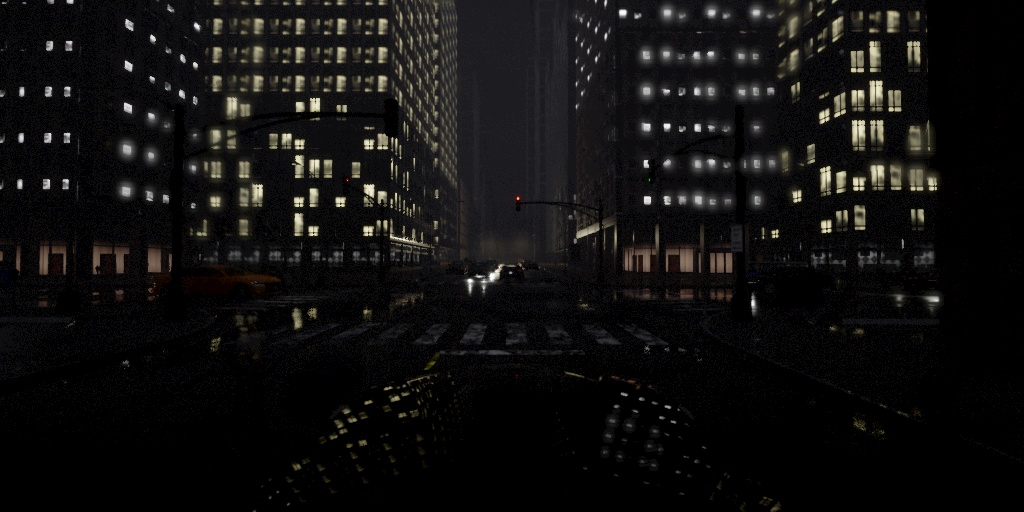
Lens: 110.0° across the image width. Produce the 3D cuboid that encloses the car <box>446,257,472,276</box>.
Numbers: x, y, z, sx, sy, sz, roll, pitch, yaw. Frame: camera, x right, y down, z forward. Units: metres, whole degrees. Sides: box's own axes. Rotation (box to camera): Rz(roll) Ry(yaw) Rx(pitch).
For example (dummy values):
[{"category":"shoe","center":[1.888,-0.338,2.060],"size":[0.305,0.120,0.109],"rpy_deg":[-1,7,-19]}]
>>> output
[{"category":"car","center":[-5.707,1.203,37.576],"size":[1.967,1.591,4.097],"rpy_deg":[0,0,0]}]

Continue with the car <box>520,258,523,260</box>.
[{"category":"car","center":[2.664,1.298,60.118],"size":[1.751,1.417,4.829],"rpy_deg":[0,0,0]}]

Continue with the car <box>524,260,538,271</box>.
[{"category":"car","center":[2.668,1.350,48.792],"size":[1.802,1.307,4.207],"rpy_deg":[0,0,0]}]

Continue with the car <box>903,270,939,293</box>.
[{"category":"car","center":[24.345,1.313,19.483],"size":[5.008,1.535,1.882],"rpy_deg":[0,-1,0]}]

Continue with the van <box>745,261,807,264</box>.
[{"category":"van","center":[15.972,1.210,22.075],"size":[3.998,1.789,1.690],"rpy_deg":[0,0,0]}]

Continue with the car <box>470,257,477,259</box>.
[{"category":"car","center":[-5.712,1.082,48.726],"size":[2.192,1.841,5.009],"rpy_deg":[0,0,0]}]

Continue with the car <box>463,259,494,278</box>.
[{"category":"car","center":[-3.117,1.310,34.497],"size":[2.033,1.411,5.357],"rpy_deg":[0,0,0]}]

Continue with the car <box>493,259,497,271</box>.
[{"category":"car","center":[-3.120,1.367,44.407],"size":[1.895,1.301,4.718],"rpy_deg":[0,0,0]}]

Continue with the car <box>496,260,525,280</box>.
[{"category":"car","center":[-0.047,1.325,31.071],"size":[1.994,1.385,4.181],"rpy_deg":[0,0,2]}]

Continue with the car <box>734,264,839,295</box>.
[{"category":"car","center":[14.865,1.321,19.503],"size":[4.892,1.490,1.837],"rpy_deg":[0,-1,0]}]

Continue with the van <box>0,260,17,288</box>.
[{"category":"van","center":[-33.448,1.132,22.164],"size":[3.998,1.789,1.690],"rpy_deg":[0,0,0]}]

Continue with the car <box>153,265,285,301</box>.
[{"category":"car","center":[-13.265,1.184,16.355],"size":[5.008,1.535,1.882],"rpy_deg":[0,-1,0]}]
